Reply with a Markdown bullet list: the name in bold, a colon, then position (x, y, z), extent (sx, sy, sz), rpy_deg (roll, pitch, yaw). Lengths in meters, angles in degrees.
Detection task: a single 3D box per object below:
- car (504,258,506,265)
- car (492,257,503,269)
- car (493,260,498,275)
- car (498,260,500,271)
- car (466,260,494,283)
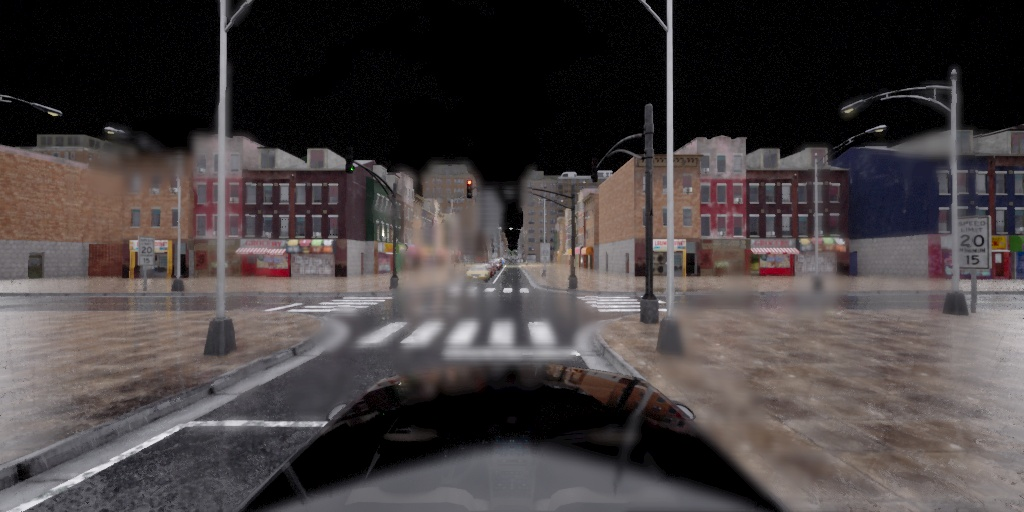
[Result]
- **car**: position (-2.637, 1.154, 62.476), extent (2.192, 1.841, 5.009), rpy_deg (0, 0, 0)
- **car**: position (-2.636, 1.250, 51.265), extent (1.967, 1.591, 4.097), rpy_deg (0, 0, 0)
- **car**: position (-2.636, 1.320, 34.450), extent (1.888, 1.381, 4.507), rpy_deg (0, 0, 0)
- **car**: position (-2.636, 1.367, 40.055), extent (1.802, 1.307, 4.207), rpy_deg (0, 0, 0)
- **car**: position (-2.636, 1.292, 28.675), extent (1.751, 1.417, 4.829), rpy_deg (0, 0, 0)
